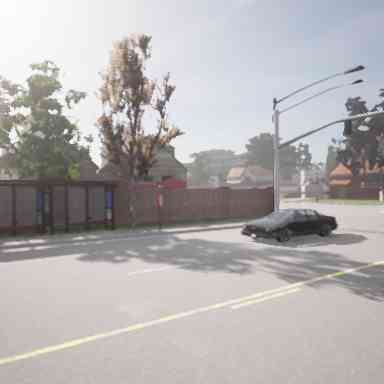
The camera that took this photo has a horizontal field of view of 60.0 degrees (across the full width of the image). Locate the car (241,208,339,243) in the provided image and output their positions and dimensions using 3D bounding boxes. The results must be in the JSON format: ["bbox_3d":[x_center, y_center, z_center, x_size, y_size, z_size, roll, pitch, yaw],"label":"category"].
[{"bbox_3d":[4.850,1.503,15.996,5.357,1.411,2.033,0,0,-35],"label":"car"}]
